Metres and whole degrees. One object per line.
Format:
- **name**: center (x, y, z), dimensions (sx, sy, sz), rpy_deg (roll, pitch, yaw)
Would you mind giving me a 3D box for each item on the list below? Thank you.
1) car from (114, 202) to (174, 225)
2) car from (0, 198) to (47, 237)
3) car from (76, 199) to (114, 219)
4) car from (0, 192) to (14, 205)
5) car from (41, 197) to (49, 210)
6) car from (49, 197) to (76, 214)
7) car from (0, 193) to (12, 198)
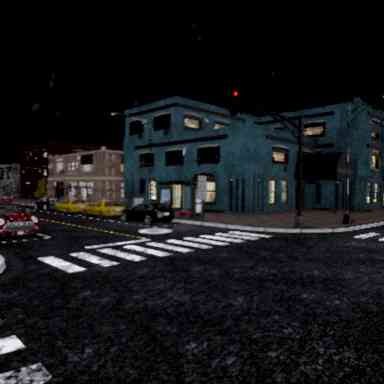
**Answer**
- **car**: center (-2.976, 1.355, 22.004), dimensions (1.947, 1.339, 4.313), rpy_deg (-1, 2, -44)
- **car**: center (-8.999, 1.275, 16.222), dimensions (1.967, 1.590, 4.097), rpy_deg (-1, 2, -44)
- **car**: center (-7.025, 1.253, 26.190), dimensions (1.752, 1.417, 4.829), rpy_deg (-1, 2, -44)
- **car**: center (-26.558, 0.871, 46.388), dimensions (1.967, 1.590, 4.097), rpy_deg (-1, 2, -44)
- **car**: center (-14.768, 1.161, 34.197), dimensions (2.008, 1.369, 4.403), rpy_deg (-1, 2, -44)
- **car**: center (-10.956, 1.193, 30.254), dimensions (1.752, 1.417, 4.829), rpy_deg (-1, 2, -44)
- **car**: center (-12.930, 1.091, 20.284), dimensions (2.192, 1.841, 5.009), rpy_deg (-1, 2, -44)
